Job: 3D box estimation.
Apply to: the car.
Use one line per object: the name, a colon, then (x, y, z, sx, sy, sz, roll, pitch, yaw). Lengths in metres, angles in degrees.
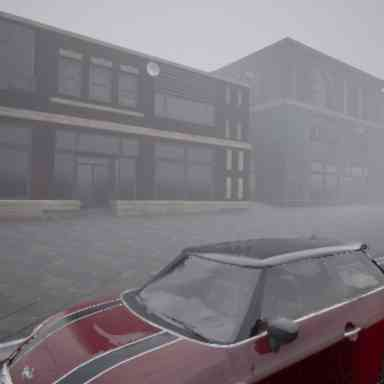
car: (0.478, 1.366, 3.600, 4.553, 1.767, 2.097, 0, 0, -36)
